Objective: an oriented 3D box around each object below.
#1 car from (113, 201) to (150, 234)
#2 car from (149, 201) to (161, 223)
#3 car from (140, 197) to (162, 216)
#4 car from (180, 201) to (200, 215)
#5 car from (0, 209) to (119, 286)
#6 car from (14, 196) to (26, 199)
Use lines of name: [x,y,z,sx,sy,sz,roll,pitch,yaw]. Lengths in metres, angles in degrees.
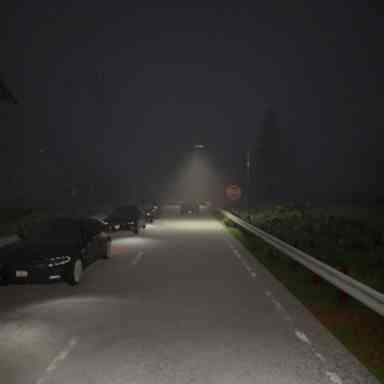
car: [-3.767,1.503,19.131,1.837,1.490,4.892,0,0,0]
car: [-3.731,1.589,24.927,1.994,1.385,4.181,0,0,-1]
car: [-3.826,1.347,29.259,2.097,1.767,4.553,0,0,0]
car: [-0.214,1.592,33.599,1.895,1.301,4.718,0,0,-1]
car: [-3.683,1.478,9.633,1.882,1.535,5.008,0,0,-1]
car: [-32.896,1.529,63.538,1.784,1.438,3.905,0,0,-1]
